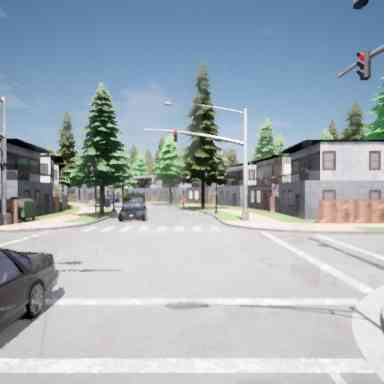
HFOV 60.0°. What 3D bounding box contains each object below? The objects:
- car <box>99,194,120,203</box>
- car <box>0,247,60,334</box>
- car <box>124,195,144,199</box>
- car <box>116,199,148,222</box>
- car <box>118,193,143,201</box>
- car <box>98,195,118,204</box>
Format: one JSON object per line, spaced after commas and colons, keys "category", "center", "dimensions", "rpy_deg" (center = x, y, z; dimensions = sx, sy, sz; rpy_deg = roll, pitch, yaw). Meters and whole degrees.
{"category": "car", "center": [-16.533, 1.294, 66.822], "dimensions": [2.097, 1.767, 4.553], "rpy_deg": [0, 0, -45]}
{"category": "car", "center": [-3.632, 1.546, 4.593], "dimensions": [2.033, 1.411, 5.357], "rpy_deg": [0, 0, -1]}
{"category": "car", "center": [-6.713, 1.442, 40.658], "dimensions": [2.128, 1.511, 4.902], "rpy_deg": [0, 0, -16]}
{"category": "car", "center": [-4.512, 1.520, 26.034], "dimensions": [1.994, 1.385, 4.181], "rpy_deg": [0, 0, -3]}
{"category": "car", "center": [-10.414, 1.167, 58.481], "dimensions": [2.150, 2.045, 5.566], "rpy_deg": [0, 0, -36]}
{"category": "car", "center": [-15.509, 1.473, 59.868], "dimensions": [1.812, 1.442, 4.674], "rpy_deg": [0, 0, -35]}
